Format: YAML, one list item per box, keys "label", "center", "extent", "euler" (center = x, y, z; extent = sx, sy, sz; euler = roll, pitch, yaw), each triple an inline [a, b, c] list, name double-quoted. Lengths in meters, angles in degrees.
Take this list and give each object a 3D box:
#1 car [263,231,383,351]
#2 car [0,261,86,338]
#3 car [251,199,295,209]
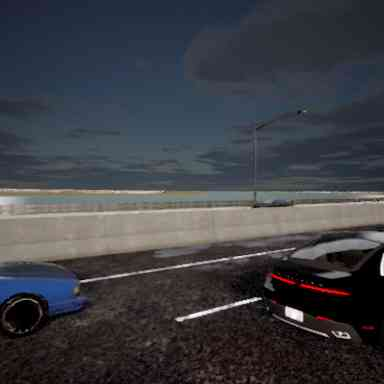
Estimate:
- label: "car"
  center: [3.441, 1.505, 6.186]
  extent: [4.892, 1.490, 1.837]
  euler: [0, 0, -35]
- label: "car"
  center: [-4.449, 1.547, 4.872]
  extent: [5.357, 1.411, 2.033]
  euler: [0, 0, -36]
- label: "car"
  center: [8.799, 1.452, 35.767]
  extent: [5.357, 1.411, 2.033]
  euler: [0, 0, -35]
